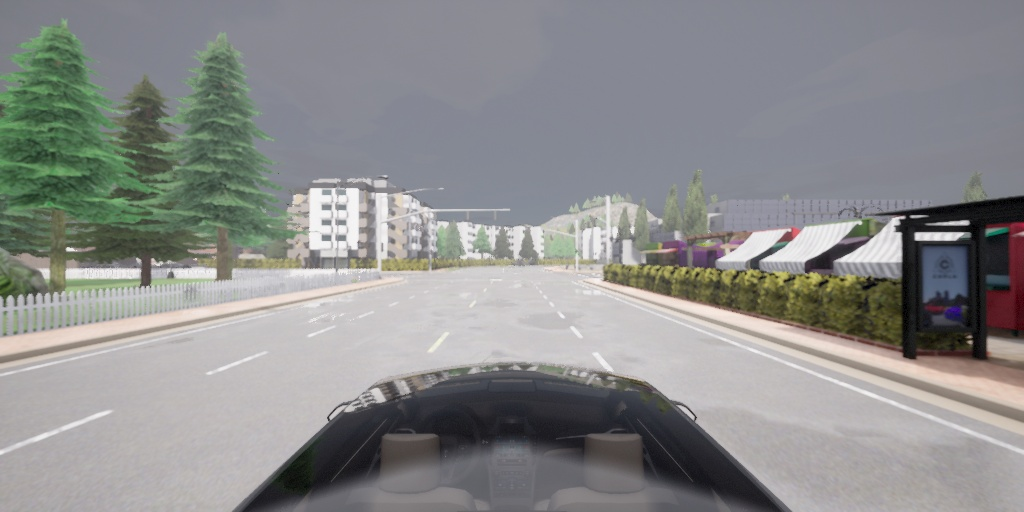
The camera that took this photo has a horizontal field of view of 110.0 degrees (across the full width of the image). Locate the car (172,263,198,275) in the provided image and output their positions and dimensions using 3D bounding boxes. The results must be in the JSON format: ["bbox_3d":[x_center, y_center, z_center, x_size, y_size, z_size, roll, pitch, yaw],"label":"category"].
[{"bbox_3d":[-44.500,1.688,46.743,4.892,1.490,1.837,0,-1,1],"label":"car"}]

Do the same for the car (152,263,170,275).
[{"bbox_3d":[-44.589,1.355,43.247,4.181,1.385,1.994,0,-1,1],"label":"car"}]

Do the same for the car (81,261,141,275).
[{"bbox_3d":[-44.678,1.269,39.749,4.892,1.490,1.837,0,-1,1],"label":"car"}]
